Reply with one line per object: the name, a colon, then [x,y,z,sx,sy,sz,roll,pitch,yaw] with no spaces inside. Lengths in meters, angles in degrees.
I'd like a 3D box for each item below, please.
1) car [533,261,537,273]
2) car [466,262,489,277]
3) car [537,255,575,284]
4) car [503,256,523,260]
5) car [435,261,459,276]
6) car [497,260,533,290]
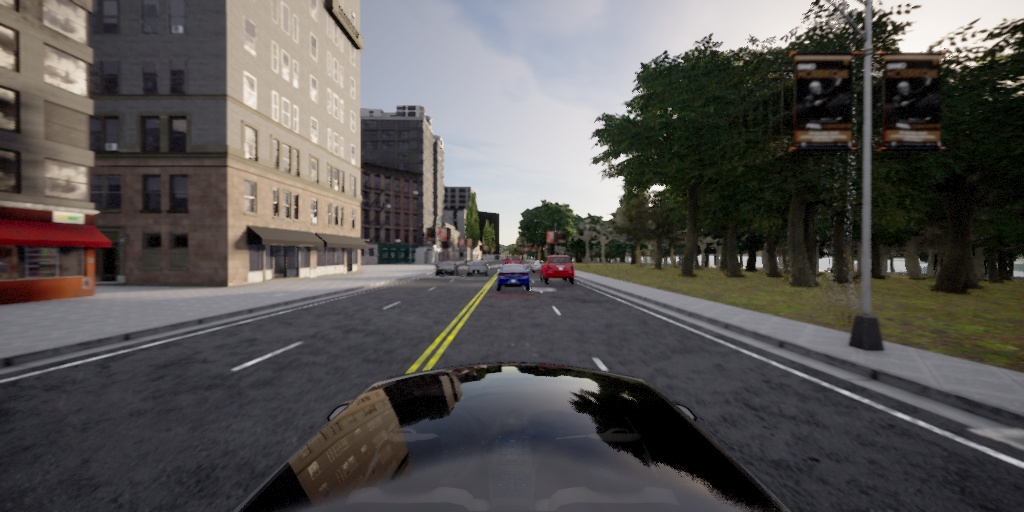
car: [3.358,1.271,44.074,1.812,1.442,4.674,0,0,0]
car: [-3.334,1.313,35.388,1.994,1.385,4.181,0,0,0]
car: [3.355,0.972,27.296,2.150,2.045,5.566,0,0,0]
car: [0.109,0.967,42.938,2.150,2.045,5.566,0,0,0]
car: [-6.581,1.253,36.824,1.837,1.490,4.892,0,0,0]
car: [0.089,1.229,22.416,1.882,1.535,5.008,0,0,0]
